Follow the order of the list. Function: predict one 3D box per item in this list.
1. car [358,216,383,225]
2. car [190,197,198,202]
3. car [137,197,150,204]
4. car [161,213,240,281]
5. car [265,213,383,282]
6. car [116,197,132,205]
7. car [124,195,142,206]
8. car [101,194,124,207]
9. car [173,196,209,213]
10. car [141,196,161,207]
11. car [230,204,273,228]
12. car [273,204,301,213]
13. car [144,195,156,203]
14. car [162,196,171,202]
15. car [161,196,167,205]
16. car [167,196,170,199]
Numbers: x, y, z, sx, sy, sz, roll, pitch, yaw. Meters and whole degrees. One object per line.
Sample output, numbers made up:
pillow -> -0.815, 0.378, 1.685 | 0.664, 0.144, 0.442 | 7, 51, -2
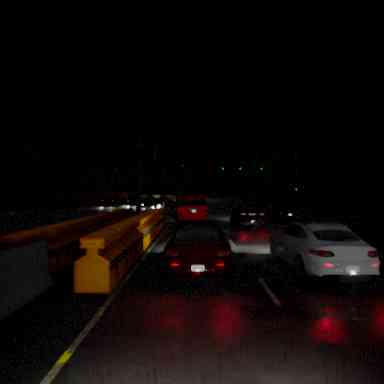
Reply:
car -> 7.159, 1.602, 12.460 | 2.033, 1.411, 5.357 | 0, 0, 0
car -> 0.578, 1.893, 85.580 | 1.895, 1.301, 4.718 | 0, 0, 0
car -> -10.042, 1.795, 68.828 | 1.994, 1.385, 4.181 | 0, 0, 0
car -> 0.148, 1.571, 9.875 | 1.812, 1.442, 4.674 | 0, 0, 0
car -> 3.644, 1.572, 9.802 | 1.812, 1.442, 4.674 | 0, 0, 0
car -> -13.558, 1.783, 66.601 | 2.033, 1.411, 5.357 | 0, 0, 0
car -> -10.182, 1.773, 58.751 | 1.994, 1.385, 4.181 | 0, 0, 1
car -> -13.710, 1.423, 56.467 | 2.150, 2.045, 5.566 | 0, 0, 1
car -> -0.100, 1.316, 23.890 | 2.150, 2.045, 5.566 | 0, 0, -4
car -> -6.720, 1.722, 54.828 | 1.812, 1.442, 4.674 | 0, 0, 0
car -> 3.729, 1.581, 22.685 | 2.128, 1.511, 4.902 | 0, 0, 0
car -> 7.257, 1.665, 26.525 | 1.994, 1.385, 4.181 | 0, 0, 0
car -> -9.969, 1.632, 79.051 | 2.097, 1.767, 4.553 | 0, 0, 0
car -> -6.429, 1.835, 84.667 | 2.033, 1.411, 5.357 | 0, 0, 0
car -> -6.611, 1.718, 64.095 | 2.128, 1.511, 4.902 | 0, 0, 1
car -> -6.504, 1.615, 74.115 | 2.097, 1.767, 4.553 | 0, 0, 0
